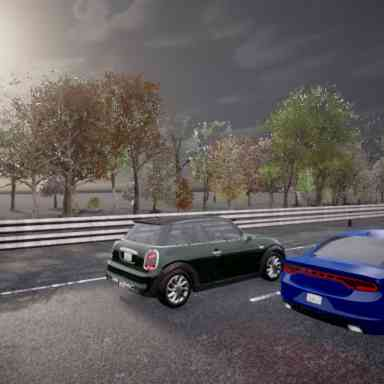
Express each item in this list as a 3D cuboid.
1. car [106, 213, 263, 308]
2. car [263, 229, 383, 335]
[{"bbox_3d":[0.321,1.352,8.195,4.553,1.767,2.097,0,0,-39],"label":"car"},{"bbox_3d":[3.878,1.477,6.509,5.008,1.535,1.882,0,0,-35],"label":"car"}]
